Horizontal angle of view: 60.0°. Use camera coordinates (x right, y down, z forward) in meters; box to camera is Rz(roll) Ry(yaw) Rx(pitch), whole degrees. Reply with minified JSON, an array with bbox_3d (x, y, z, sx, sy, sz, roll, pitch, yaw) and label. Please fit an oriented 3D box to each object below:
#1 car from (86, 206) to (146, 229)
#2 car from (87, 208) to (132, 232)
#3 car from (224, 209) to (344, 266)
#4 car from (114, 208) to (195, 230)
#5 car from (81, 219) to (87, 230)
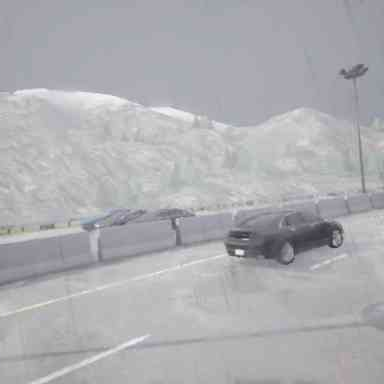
[{"bbox_3d":[-6.817,2.250,30.183,4.892,1.490,1.837,-4,-1,-39],"label":"car"},{"bbox_3d":[-4.352,1.992,23.186,4.902,1.511,2.128,-4,-1,-39],"label":"car"},{"bbox_3d":[3.172,1.317,11.021,4.892,1.490,1.837,-5,-1,-40],"label":"car"},{"bbox_3d":[-1.963,1.795,20.632,4.892,1.490,1.837,-4,-1,-39],"label":"car"},{"bbox_3d":[-6.174,2.145,26.218,5.008,1.535,1.882,-4,-1,-39],"label":"car"}]
